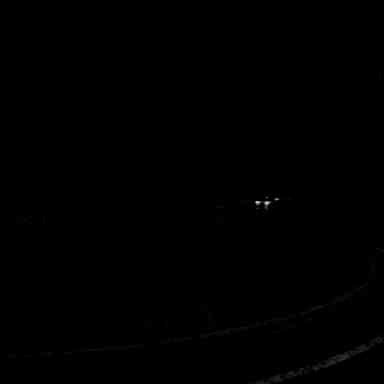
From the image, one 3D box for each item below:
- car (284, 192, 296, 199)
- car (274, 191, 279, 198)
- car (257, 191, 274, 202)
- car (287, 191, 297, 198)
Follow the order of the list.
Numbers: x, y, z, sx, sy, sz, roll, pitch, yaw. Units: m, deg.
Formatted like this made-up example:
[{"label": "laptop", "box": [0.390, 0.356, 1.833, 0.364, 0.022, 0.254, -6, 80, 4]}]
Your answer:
[{"label": "car", "box": [20.148, 0.713, 68.722, 1.837, 1.490, 4.892, 0, 1, 20]}, {"label": "car", "box": [18.243, 0.487, 73.823, 1.812, 1.442, 4.674, 0, 1, 20]}, {"label": "car", "box": [12.671, 0.874, 58.251, 1.837, 1.490, 4.892, 0, 1, 20]}, {"label": "car", "box": [23.628, 0.633, 78.544, 2.128, 1.511, 4.902, 0, 0, 20]}]
